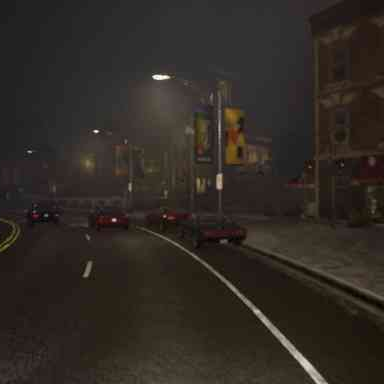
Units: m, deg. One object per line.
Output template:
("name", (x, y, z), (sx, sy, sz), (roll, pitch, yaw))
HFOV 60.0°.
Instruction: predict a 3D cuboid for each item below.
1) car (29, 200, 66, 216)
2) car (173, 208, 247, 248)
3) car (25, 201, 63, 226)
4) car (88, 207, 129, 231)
("car", (-15.766, 1.667, 36.021), (2.033, 1.411, 5.357), (0, 0, -43))
("car", (0.673, 1.596, 14.815), (1.895, 1.301, 4.718), (0, 0, -14))
("car", (-11.002, 1.631, 24.305), (2.033, 1.411, 5.357), (0, 0, -31))
("car", (-5.365, 1.608, 21.070), (1.994, 1.385, 4.181), (0, 0, -25))
